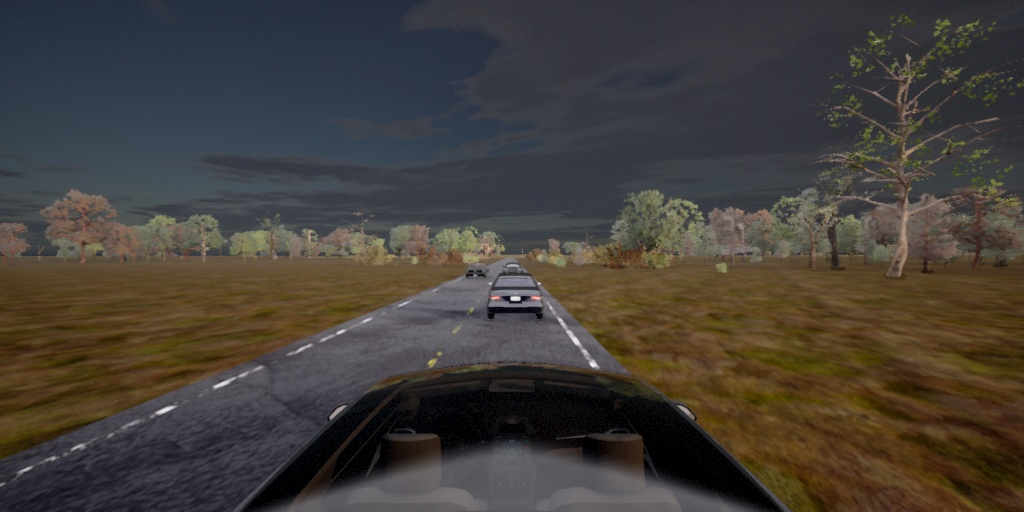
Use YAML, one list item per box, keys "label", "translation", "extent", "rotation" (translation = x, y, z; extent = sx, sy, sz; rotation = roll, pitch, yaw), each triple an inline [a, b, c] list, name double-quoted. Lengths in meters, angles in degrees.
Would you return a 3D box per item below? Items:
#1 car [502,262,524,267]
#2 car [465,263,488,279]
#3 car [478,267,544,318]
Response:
- label: "car"
  translation: [0.106, 1.275, 32.322]
  extent: [1.812, 1.442, 4.674]
  rotation: [0, 0, 0]
- label: "car"
  translation: [-3.093, 1.349, 32.440]
  extent: [1.895, 1.301, 4.718]
  rotation: [0, 0, 0]
- label: "car"
  translation: [0.103, 1.297, 13.019]
  extent: [2.033, 1.411, 5.357]
  rotation: [0, 0, 0]
